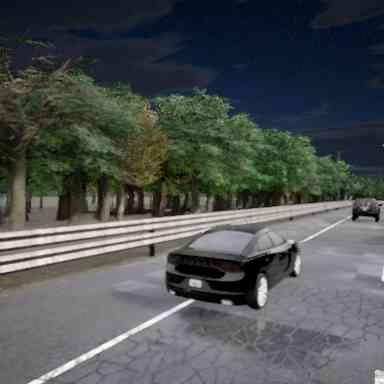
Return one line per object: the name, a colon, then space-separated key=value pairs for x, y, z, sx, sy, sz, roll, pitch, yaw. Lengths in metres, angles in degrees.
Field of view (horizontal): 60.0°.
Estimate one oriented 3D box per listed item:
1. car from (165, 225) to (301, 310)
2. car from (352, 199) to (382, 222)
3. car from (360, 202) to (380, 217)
car: x=1.324 y=1.554 z=8.244 sx=1.882 sy=1.535 sz=5.008 roll=0 pitch=-1 yaw=31
car: x=16.419 y=1.645 z=31.268 sx=2.150 sy=2.045 sz=5.566 roll=0 pitch=-1 yaw=31
car: x=21.609 y=2.043 z=40.180 sx=1.882 sy=1.535 sz=5.008 roll=0 pitch=-1 yaw=31
